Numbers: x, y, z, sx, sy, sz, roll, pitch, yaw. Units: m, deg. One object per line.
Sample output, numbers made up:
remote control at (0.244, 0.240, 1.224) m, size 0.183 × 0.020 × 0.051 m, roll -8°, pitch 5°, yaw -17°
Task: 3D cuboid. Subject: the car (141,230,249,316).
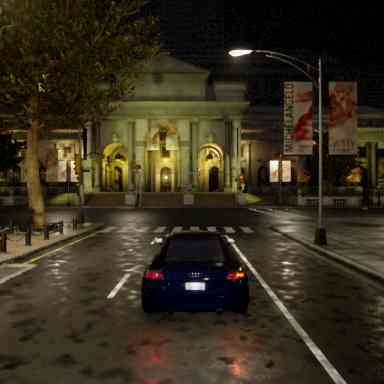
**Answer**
car at (0.070, 1.564, 7.639) m, size 1.994 × 1.385 × 4.181 m, roll 0°, pitch 0°, yaw 0°
